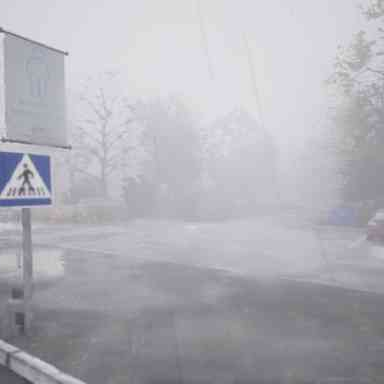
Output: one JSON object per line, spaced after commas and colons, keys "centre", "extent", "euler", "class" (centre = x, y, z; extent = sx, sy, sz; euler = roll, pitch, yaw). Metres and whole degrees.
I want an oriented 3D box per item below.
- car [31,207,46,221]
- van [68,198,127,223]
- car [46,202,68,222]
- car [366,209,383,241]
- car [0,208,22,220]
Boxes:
{"centre": [-11.872, 1.840, 31.007], "extent": [1.946, 1.575, 5.366], "euler": [-2, -1, 35], "class": "car"}
{"centre": [-7.586, 1.487, 27.629], "extent": [1.878, 1.987, 4.442], "euler": [-2, -1, 35], "class": "van"}
{"centre": [-9.695, 1.774, 29.478], "extent": [1.946, 1.575, 5.366], "euler": [-2, -1, 35], "class": "car"}
{"centre": [9.489, 1.495, 15.755], "extent": [2.002, 1.452, 4.674], "euler": [0, 0, 35], "class": "car"}
{"centre": [-16.679, 1.756, 34.118], "extent": [2.435, 2.045, 5.566], "euler": [-2, -1, 35], "class": "car"}
